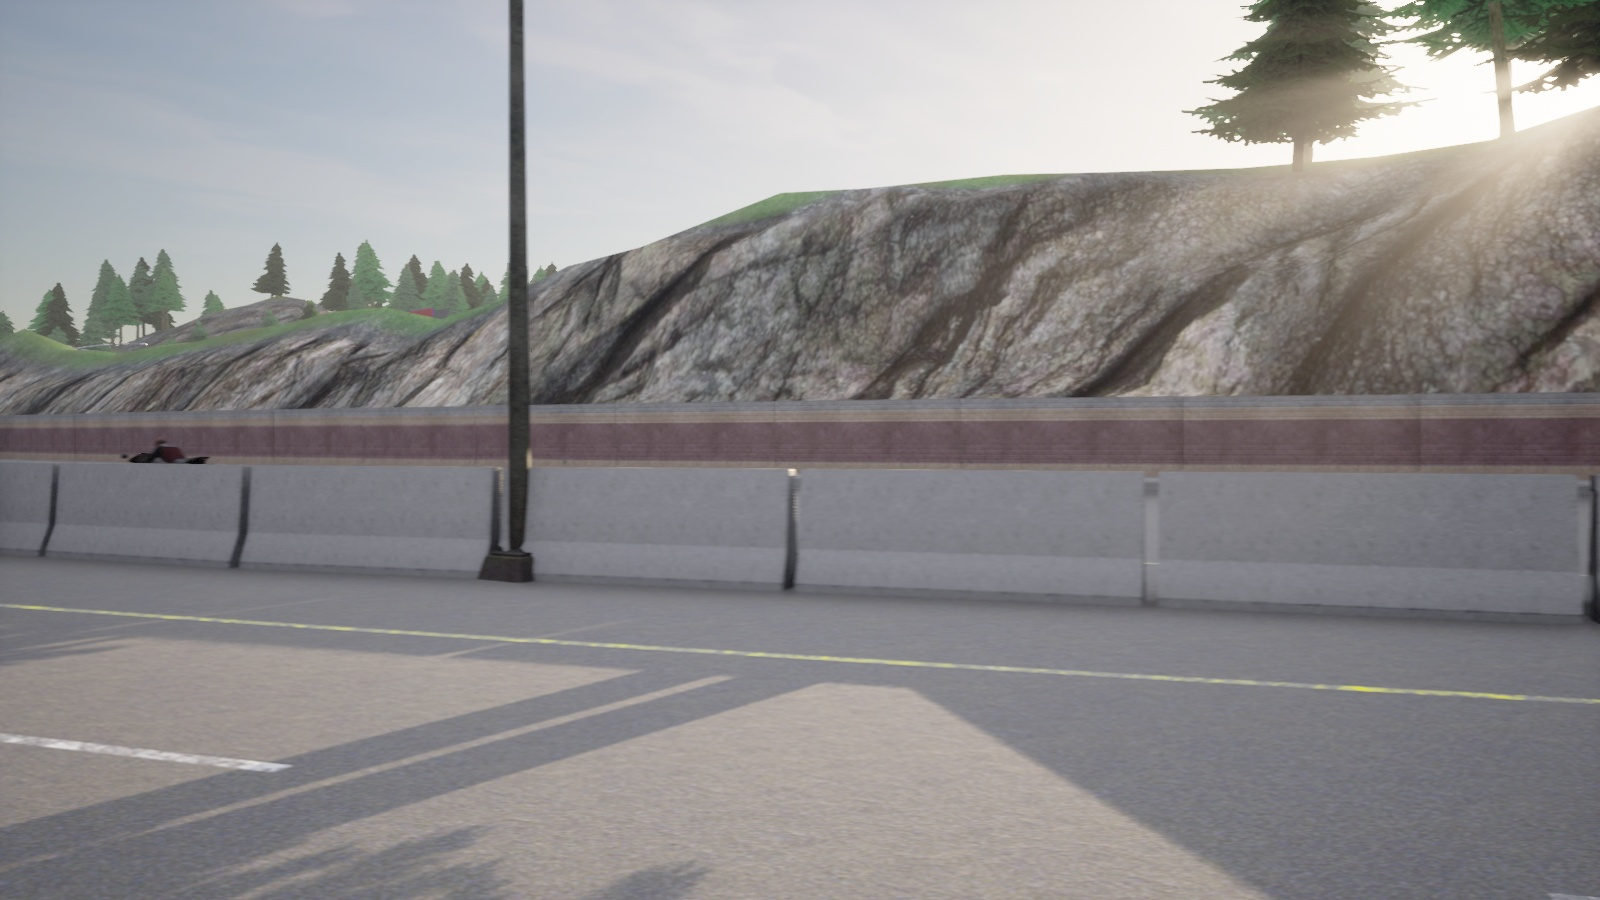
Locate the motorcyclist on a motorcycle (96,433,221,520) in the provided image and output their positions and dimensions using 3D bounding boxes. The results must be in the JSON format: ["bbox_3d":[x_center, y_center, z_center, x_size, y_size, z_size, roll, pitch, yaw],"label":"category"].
[{"bbox_3d":[-11.739,0.457,22.968,2.191,1.530,0.866,1,0,26],"label":"motorcyclist on a motorcycle"}]
